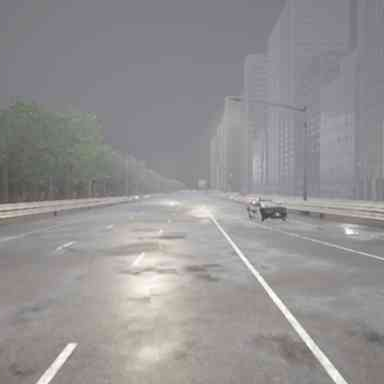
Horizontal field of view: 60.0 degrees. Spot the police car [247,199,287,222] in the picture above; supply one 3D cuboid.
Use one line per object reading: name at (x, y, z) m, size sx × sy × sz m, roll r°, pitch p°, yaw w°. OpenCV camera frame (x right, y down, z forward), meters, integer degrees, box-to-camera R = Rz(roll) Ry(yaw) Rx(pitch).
police car at (5.756, 1.392, 26.311) m, size 1.930 × 1.638 × 5.238 m, roll 0°, pitch 0°, yaw -8°
